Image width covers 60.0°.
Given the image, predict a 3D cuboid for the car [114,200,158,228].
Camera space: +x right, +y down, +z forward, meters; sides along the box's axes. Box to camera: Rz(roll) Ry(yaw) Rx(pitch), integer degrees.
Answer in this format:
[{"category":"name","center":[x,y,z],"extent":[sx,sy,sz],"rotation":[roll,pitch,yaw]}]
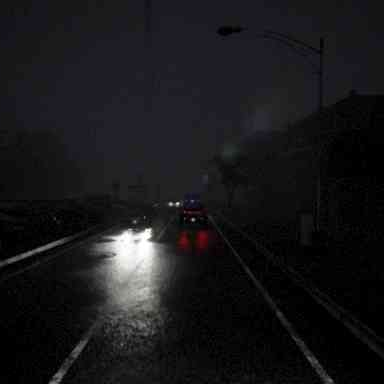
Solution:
[{"category":"car","center":[-3.376,1.504,22.093],"extent":[2.128,1.511,4.902],"rotation":[0,0,0]}]

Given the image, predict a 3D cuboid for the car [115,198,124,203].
[{"category":"car","center":[-9.018,1.531,30.676],"extent":[4.674,1.452,2.002],"rotation":[0,0,0]}]

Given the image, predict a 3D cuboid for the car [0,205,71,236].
[{"category":"car","center":[-9.008,1.563,16.657],"extent":[4.792,1.488,2.163],"rotation":[0,0,0]}]

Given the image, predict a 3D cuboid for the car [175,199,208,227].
[{"category":"car","center":[0.072,1.503,23.096],"extent":[2.128,1.511,4.902],"rotation":[0,0,0]}]

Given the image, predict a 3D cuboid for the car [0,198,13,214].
[{"category":"car","center":[-22.113,1.475,35.379],"extent":[4.892,1.521,2.231],"rotation":[0,0,0]}]

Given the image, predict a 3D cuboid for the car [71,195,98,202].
[{"category":"car","center":[-22.187,1.353,68.686],"extent":[4.892,1.521,2.231],"rotation":[0,0,0]}]

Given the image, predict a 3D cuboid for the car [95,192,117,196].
[{"category":"car","center":[-9.001,1.218,36.282],"extent":[5.566,2.045,2.435],"rotation":[0,0,0]}]

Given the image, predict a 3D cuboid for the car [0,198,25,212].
[{"category":"car","center":[-22.143,1.493,38.154],"extent":[4.792,1.488,2.163],"rotation":[0,0,0]}]

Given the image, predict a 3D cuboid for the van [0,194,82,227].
[{"category":"van","center":[-9.103,1.302,19.460],"extent":[4.442,1.987,1.878],"rotation":[0,0,0]}]

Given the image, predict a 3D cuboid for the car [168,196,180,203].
[{"category":"car","center":[-3.354,1.399,63.261],"extent":[1.994,1.385,4.181],"rotation":[0,1,0]}]

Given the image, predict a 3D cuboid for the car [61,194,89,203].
[{"category":"car","center":[-22.210,1.245,63.134],"extent":[4.553,1.767,2.185],"rotation":[0,0,0]}]

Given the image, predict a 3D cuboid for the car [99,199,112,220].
[{"category":"car","center":[-8.995,1.512,25.069],"extent":[5.008,1.535,2.097],"rotation":[0,0,0]}]

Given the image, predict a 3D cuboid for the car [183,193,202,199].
[{"category":"car","center":[0.050,1.182,41.060],"extent":[2.150,2.045,5.566],"rotation":[0,0,0]}]

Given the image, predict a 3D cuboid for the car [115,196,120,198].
[{"category":"car","center":[-8.837,1.477,33.479],"extent":[5.366,1.575,1.946],"rotation":[0,0,0]}]

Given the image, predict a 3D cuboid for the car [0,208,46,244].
[{"category":"car","center":[-8.969,1.573,13.850],"extent":[4.674,1.452,2.002],"rotation":[0,0,0]}]

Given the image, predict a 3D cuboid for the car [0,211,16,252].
[{"category":"car","center":[-8.971,1.529,11.046],"extent":[4.892,1.521,2.231],"rotation":[0,0,0]}]

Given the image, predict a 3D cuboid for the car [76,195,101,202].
[{"category":"car","center":[-22.229,1.372,71.460],"extent":[4.792,1.488,2.163],"rotation":[0,0,0]}]

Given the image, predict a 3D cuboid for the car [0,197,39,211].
[{"category":"car","center":[-21.935,1.450,40.930],"extent":[5.366,1.575,1.946],"rotation":[0,0,0]}]

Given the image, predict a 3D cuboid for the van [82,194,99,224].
[{"category":"van","center":[-8.877,1.296,22.262],"extent":[4.442,1.987,1.878],"rotation":[0,0,0]}]

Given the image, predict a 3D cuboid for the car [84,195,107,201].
[{"category":"car","center":[-22.243,1.355,77.012],"extent":[4.792,1.488,2.163],"rotation":[0,0,0]}]

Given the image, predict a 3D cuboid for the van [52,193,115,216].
[{"category":"van","center":[-9.125,1.276,27.872],"extent":[4.442,1.987,1.878],"rotation":[0,0,0]}]

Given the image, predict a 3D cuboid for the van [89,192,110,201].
[{"category":"van","center":[-22.104,1.091,79.785],"extent":[4.442,1.987,1.878],"rotation":[0,0,0]}]
